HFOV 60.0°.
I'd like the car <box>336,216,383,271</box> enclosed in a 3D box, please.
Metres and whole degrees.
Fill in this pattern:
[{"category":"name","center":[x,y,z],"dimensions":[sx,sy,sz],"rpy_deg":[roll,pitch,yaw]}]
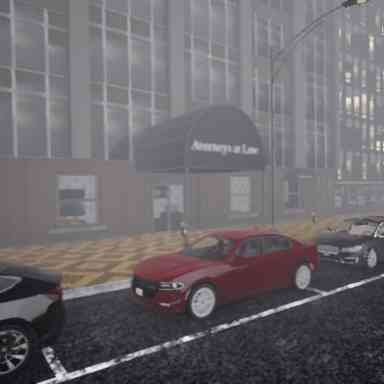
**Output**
[{"category":"car","center":[5.522,1.467,10.511],"dimensions":[4.403,1.369,2.008],"rpy_deg":[-1,0,-36]}]

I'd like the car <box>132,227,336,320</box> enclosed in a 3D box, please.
[{"category":"car","center":[0.896,1.506,7.209],"dimensions":[4.507,1.381,1.887],"rpy_deg":[-1,0,-36]}]

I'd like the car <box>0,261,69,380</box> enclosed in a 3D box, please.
[{"category":"car","center":[-3.730,1.573,3.908],"dimensions":[4.313,1.339,1.947],"rpy_deg":[-1,0,-36]}]
